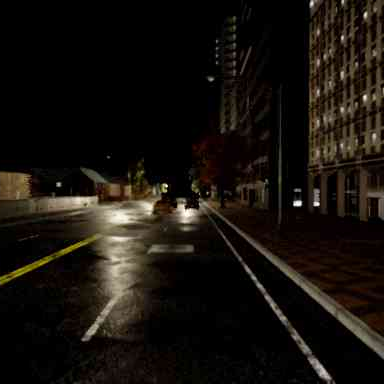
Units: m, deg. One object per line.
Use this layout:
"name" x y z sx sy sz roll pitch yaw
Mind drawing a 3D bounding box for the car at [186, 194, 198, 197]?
"car" 0.002 1.390 53.239 2.150 2.045 5.566 0 0 0

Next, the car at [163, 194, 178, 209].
"car" -3.246 1.367 48.030 2.150 2.045 5.566 0 0 0

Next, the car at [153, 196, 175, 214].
"car" -3.247 1.581 37.342 1.882 1.535 5.008 0 0 0

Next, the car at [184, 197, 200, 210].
"car" 0.002 1.692 44.013 1.994 1.385 4.181 0 0 0
